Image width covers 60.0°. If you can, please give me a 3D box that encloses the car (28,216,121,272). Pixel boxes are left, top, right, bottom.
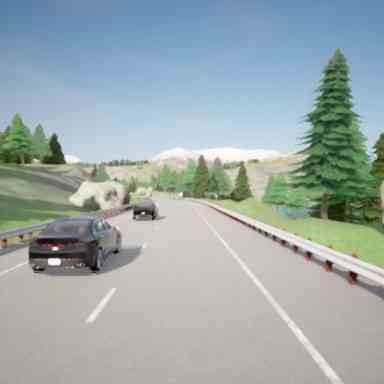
[{"bbox_3d":[-3.600,1.561,10.984,1.837,1.490,4.892,0,0,-1],"label":"car"}]

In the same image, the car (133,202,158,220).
[{"bbox_3d":[-4.124,1.611,30.053,1.882,1.535,5.008,0,0,-2],"label":"car"}]
